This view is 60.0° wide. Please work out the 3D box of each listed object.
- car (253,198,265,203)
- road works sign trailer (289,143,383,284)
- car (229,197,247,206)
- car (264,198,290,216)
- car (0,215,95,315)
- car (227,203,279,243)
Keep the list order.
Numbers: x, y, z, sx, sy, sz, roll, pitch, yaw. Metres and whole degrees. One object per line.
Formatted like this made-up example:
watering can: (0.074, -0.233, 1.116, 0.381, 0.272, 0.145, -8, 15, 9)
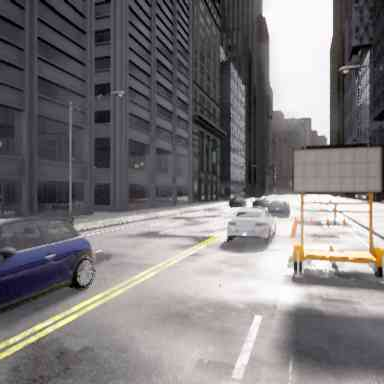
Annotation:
car: (9.619, 1.482, 46.497, 2.033, 1.411, 5.357, 0, 0, 19)
road works sign trailer: (4.175, 0.436, 9.702, 2.380, 3.560, 2.880, 0, 0, 19)
car: (6.561, 1.409, 47.595, 1.882, 1.535, 5.008, 0, 0, 19)
car: (8.479, 1.507, 32.329, 1.994, 1.385, 4.181, 0, 0, 19)
car: (-3.912, 1.332, 6.373, 2.097, 1.767, 4.553, 0, 0, 19)
car: (2.913, 1.485, 15.825, 1.812, 1.442, 4.674, 0, 0, 19)
